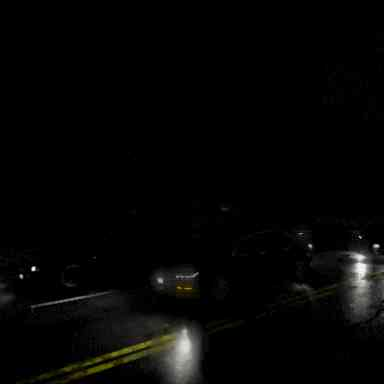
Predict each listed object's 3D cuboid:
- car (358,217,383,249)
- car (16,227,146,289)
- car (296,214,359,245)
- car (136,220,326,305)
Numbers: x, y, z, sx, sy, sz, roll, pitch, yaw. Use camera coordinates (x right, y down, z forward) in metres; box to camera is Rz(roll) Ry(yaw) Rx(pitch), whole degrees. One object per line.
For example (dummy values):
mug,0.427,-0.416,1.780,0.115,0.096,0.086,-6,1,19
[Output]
car,9.511,1.797,15.029,5.357,1.411,2.033,0,-2,-38
car,-2.239,1.791,10.123,5.357,1.411,2.033,0,-2,-37
car,6.051,1.835,16.470,4.674,1.442,1.812,1,-2,-37
car,1.238,1.689,8.695,4.892,1.490,1.837,0,-2,-38
